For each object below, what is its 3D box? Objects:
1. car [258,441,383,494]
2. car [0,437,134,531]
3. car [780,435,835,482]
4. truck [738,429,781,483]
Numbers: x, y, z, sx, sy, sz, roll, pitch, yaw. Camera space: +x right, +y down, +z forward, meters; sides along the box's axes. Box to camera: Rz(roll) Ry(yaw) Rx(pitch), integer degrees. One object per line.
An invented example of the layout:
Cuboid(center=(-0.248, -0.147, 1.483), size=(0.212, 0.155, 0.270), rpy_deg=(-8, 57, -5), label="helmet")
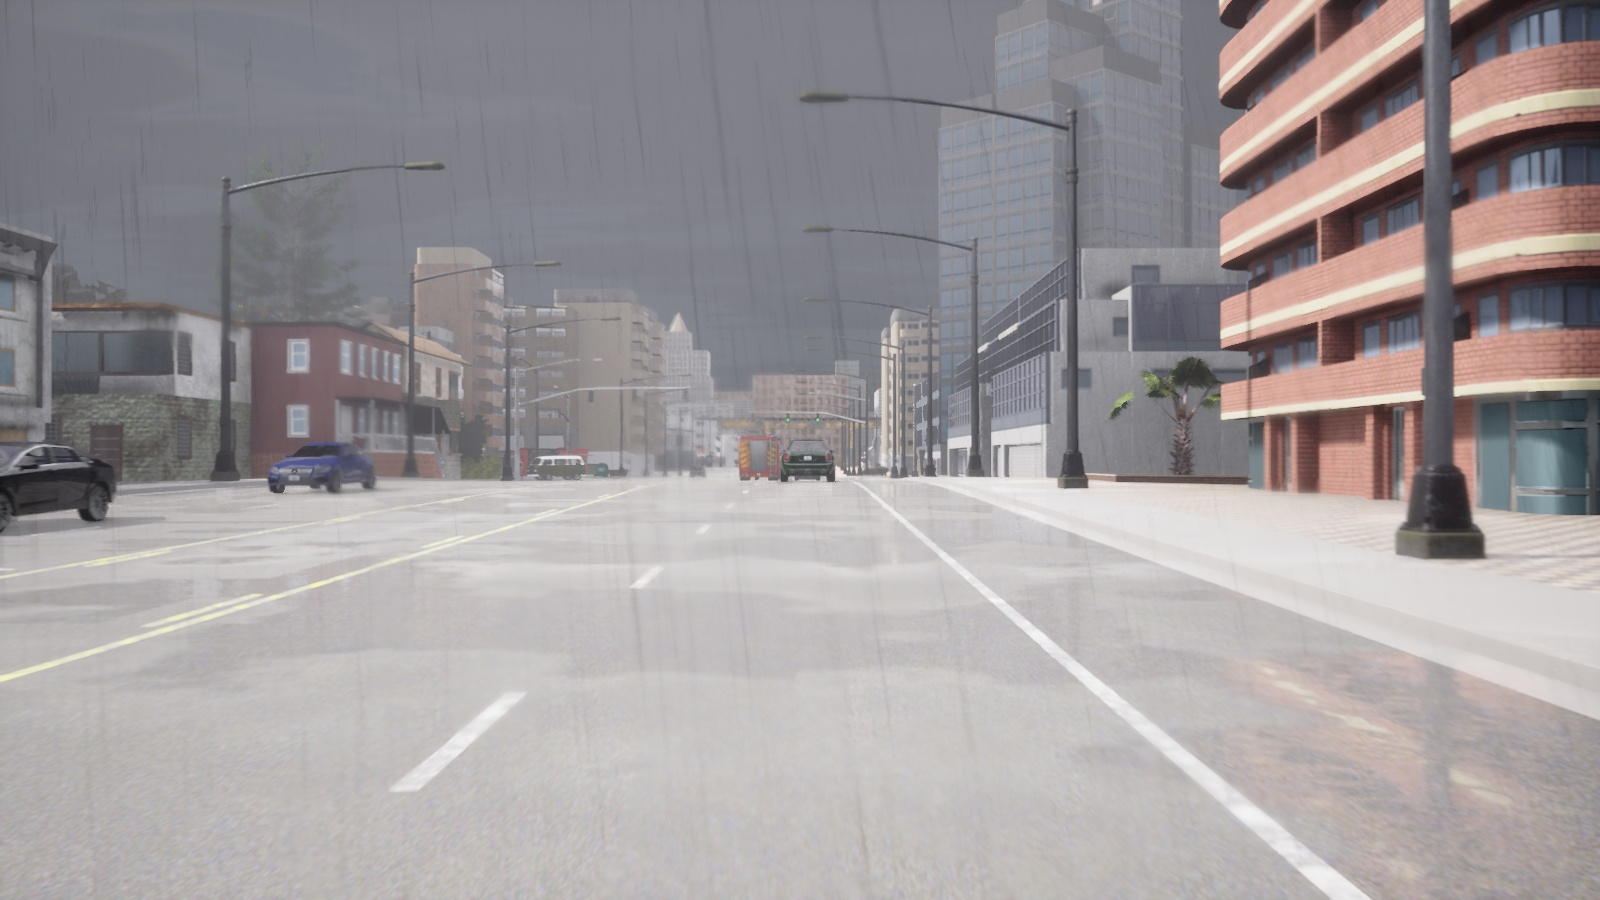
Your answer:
Cuboid(center=(-13.778, 0.470, 36.398), size=(1.812, 1.442, 4.674), rpy_deg=(0, 0, 0), label="car")
Cuboid(center=(-13.861, 0.533, 21.658), size=(2.128, 1.511, 4.902), rpy_deg=(0, 1, 0), label="car")
Cuboid(center=(0.297, 0.360, 49.634), size=(2.097, 1.767, 4.553), rpy_deg=(0, -1, 0), label="car")
Cuboid(center=(-2.950, 0.488, 94.253), size=(2.891, 3.827, 8.468), rpy_deg=(0, -1, 0), label="truck")
